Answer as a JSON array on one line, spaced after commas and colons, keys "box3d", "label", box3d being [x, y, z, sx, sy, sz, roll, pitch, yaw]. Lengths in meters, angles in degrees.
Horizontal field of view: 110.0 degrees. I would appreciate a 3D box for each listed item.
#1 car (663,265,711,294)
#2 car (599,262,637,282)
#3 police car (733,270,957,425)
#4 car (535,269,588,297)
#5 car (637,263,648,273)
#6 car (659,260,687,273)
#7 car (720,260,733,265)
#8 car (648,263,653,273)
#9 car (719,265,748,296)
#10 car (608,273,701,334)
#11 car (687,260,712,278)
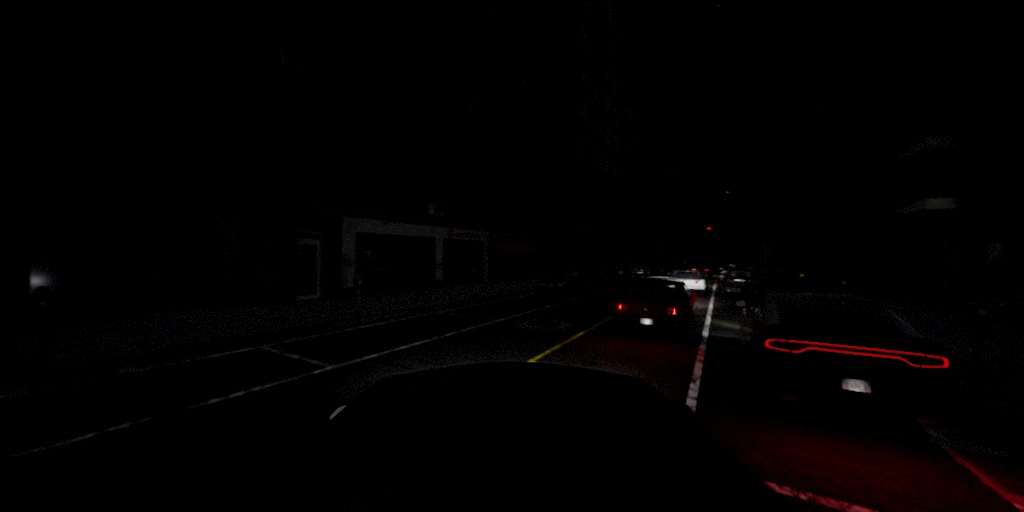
[{"box3d": [10.287, 1.433, 20.920, 1.895, 1.301, 4.718, 1, 0, 30], "label": "car"}, {"box3d": [8.281, 1.225, 28.401, 1.967, 1.591, 4.097, 0, 0, 30], "label": "car"}, {"box3d": [5.087, 1.230, 6.183, 1.930, 1.638, 5.238, 1, 0, 30], "label": "police car"}, {"box3d": [2.733, 1.320, 18.859, 1.802, 1.307, 4.207, 0, 0, 30], "label": "car"}, {"box3d": [10.969, 1.334, 33.024, 1.751, 1.417, 4.829, 0, 0, 30], "label": "car"}, {"box3d": [17.092, 1.422, 38.325, 2.033, 1.411, 5.357, 1, 0, 31], "label": "car"}, {"box3d": [17.995, 1.352, 29.144, 1.967, 1.591, 4.097, 0, 0, 30], "label": "car"}, {"box3d": [13.828, 1.382, 37.941, 2.007, 1.370, 4.403, 0, 0, 30], "label": "car"}, {"box3d": [12.447, 1.415, 19.602, 2.007, 1.370, 4.403, 0, 0, 30], "label": "car"}, {"box3d": [4.547, 1.385, 11.038, 1.895, 1.301, 4.718, 1, 0, 30], "label": "car"}, {"box3d": [18.487, 1.427, 35.231, 1.812, 1.442, 4.674, 1, 0, 27], "label": "car"}]
